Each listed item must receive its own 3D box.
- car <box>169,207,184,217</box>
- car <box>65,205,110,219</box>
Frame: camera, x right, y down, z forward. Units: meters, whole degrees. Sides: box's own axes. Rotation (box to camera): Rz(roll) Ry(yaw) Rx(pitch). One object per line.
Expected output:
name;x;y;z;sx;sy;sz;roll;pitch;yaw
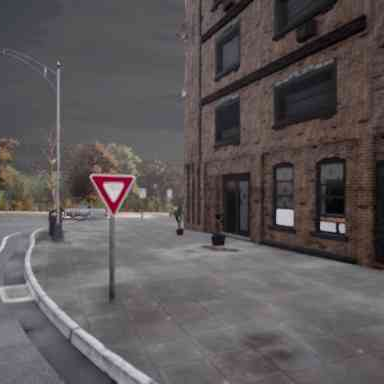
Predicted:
car;-1.556;2.865;48.322;1.812;1.442;4.674;0;-3;29
car;-9.810;1.895;32.046;1.895;1.301;4.718;0;-3;23
